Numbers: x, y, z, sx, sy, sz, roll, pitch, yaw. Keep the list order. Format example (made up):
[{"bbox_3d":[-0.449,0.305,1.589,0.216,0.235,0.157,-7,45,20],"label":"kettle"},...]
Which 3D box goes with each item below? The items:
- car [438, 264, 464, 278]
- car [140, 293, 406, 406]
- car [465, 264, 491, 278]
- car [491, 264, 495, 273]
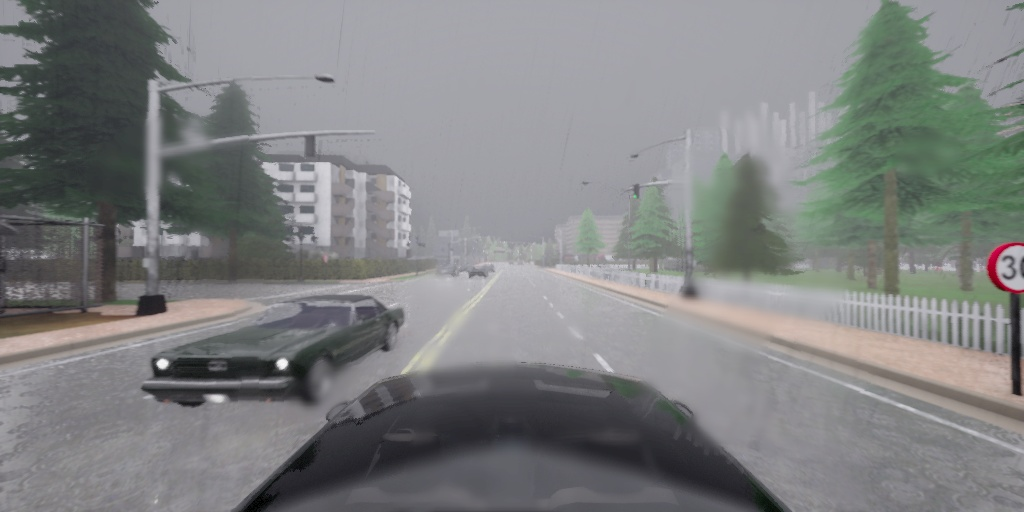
[{"bbox_3d":[-7.153,1.668,40.718,2.128,1.511,4.902,0,-1,0],"label":"car"},{"bbox_3d":[-3.503,1.408,6.469,1.895,1.301,4.718,0,-1,0],"label":"car"},{"bbox_3d":[-3.653,1.757,39.369,1.895,1.301,4.718,0,-1,0],"label":"car"},{"bbox_3d":[-3.621,1.880,55.854,2.033,1.411,5.357,0,-1,0],"label":"car"}]
